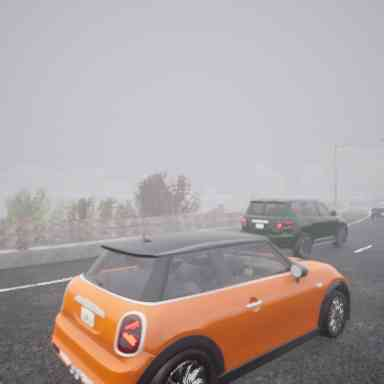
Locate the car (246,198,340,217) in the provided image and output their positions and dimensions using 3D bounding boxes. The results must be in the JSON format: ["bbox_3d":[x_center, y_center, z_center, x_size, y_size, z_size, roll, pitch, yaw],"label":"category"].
[{"bbox_3d":[4.178,1.274,13.153,2.150,2.045,5.566,0,-1,45],"label":"car"}]

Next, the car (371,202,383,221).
[{"bbox_3d":[16.519,1.624,28.264,1.882,1.535,5.008,0,0,35],"label":"car"}]

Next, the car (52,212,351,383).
[{"bbox_3d":[0.488,1.369,4.964,4.553,1.767,2.097,0,0,-41],"label":"car"}]
